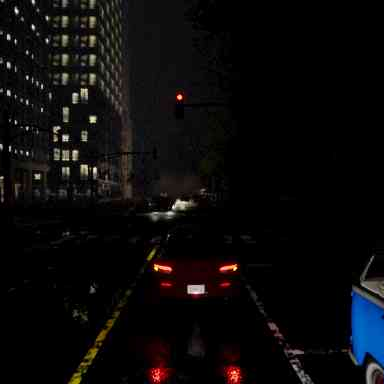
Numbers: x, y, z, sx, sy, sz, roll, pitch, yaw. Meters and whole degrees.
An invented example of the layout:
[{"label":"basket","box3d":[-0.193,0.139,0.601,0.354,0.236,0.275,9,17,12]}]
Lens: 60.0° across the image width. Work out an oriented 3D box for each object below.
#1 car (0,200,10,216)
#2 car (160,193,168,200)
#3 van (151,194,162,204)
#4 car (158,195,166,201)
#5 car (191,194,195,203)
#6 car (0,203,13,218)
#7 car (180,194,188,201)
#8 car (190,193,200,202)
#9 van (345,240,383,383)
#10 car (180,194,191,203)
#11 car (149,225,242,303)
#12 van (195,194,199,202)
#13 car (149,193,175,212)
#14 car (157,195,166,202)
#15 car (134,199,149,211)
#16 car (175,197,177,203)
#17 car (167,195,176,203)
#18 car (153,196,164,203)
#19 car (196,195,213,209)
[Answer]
[{"label":"car","box3d":[-18.220,1.377,28.510,4.206,1.307,1.802,1,0,3]},{"label":"car","box3d":[-8.075,1.252,95.196,2.192,1.841,5.009,0,0,-3]},{"label":"van","box3d":[-6.625,1.314,61.941,1.690,1.788,3.998,0,0,-2]},{"label":"car","box3d":[-7.528,1.532,84.115,1.802,1.307,4.206,0,0,-3]},{"label":"car","box3d":[1.185,1.492,68.026,1.752,1.417,4.829,0,0,-2]},{"label":"car","box3d":[-16.249,1.388,25.820,4.181,1.385,1.994,1,0,3]},{"label":"car","box3d":[-1.900,1.264,80.591,1.882,1.535,5.008,0,0,-3]},{"label":"car","box3d":[0.740,1.271,78.945,2.192,1.841,5.009,0,0,-3]},{"label":"van","box3d":[2.558,1.341,2.145,1.690,1.788,3.998,0,0,0]},{"label":"car","box3d":[-1.481,1.552,70.616,1.895,1.301,4.718,0,0,-2]},{"label":"car","box3d":[0.054,1.525,8.080,1.812,1.442,4.674,0,0,0]},{"label":"van","box3d":[1.748,1.322,51.233,1.690,1.788,3.998,0,0,-2]},{"label":"car","box3d":[-3.380,1.341,38.781,2.097,1.767,4.553,0,0,0]},{"label":"car","box3d":[-7.276,1.501,78.571,1.887,1.381,4.507,0,0,-2]},{"label":"car","box3d":[-5.832,1.539,39.770,2.008,1.369,4.403,0,0,-1]},{"label":"car","box3d":[-3.696,1.543,52.159,1.994,1.385,4.181,0,0,-2]},{"label":"car","box3d":[-4.186,1.471,69.388,1.837,1.490,4.892,0,0,-2]},{"label":"car","box3d":[-6.826,1.513,67.484,1.887,1.381,4.507,0,0,-2]},{"label":"car","box3d":[1.899,1.510,45.860,1.752,1.417,4.829,0,0,-2]}]
